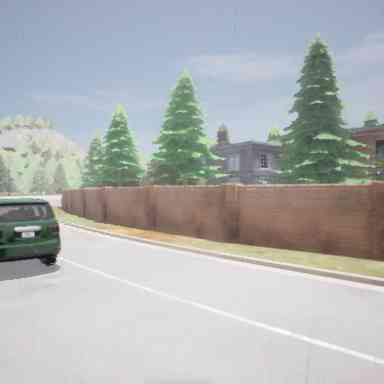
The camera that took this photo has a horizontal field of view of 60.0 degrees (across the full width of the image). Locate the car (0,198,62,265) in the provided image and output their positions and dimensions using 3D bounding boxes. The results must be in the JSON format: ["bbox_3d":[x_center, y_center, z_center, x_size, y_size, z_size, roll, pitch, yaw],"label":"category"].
[{"bbox_3d":[-6.140,1.216,10.778,2.150,2.045,5.566,0,0,-42],"label":"car"}]
